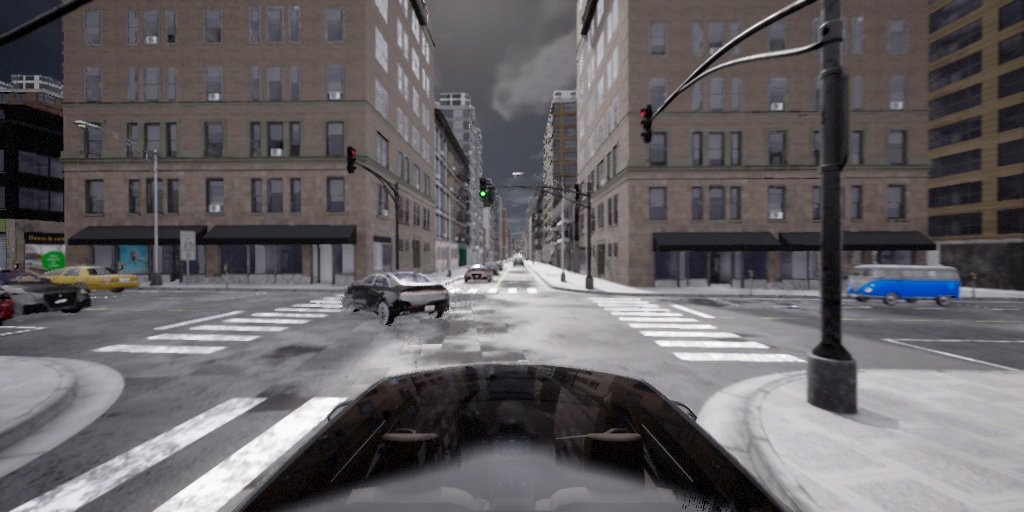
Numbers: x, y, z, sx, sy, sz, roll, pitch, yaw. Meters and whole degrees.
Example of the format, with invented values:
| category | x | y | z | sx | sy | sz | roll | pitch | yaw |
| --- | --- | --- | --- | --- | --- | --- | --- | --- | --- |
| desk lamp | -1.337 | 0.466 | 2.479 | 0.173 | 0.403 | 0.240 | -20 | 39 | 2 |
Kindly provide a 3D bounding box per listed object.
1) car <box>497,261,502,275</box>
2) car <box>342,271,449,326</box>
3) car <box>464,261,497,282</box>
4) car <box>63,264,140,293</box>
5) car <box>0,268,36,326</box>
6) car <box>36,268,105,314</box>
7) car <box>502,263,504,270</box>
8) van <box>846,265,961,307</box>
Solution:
| category | x | y | z | sx | sy | sz | roll | pitch | yaw |
| --- | --- | --- | --- | --- | --- | --- | --- | --- | --- |
| car | -2.386 | 1.274 | 38.485 | 1.837 | 1.490 | 4.892 | 0 | 0 | 1 |
| car | -3.973 | 1.250 | 11.905 | 2.128 | 1.511 | 4.902 | 2 | -1 | -43 |
| car | -2.573 | 1.330 | 28.534 | 1.994 | 1.385 | 4.181 | 0 | 0 | 1 |
| car | -20.364 | 1.049 | 16.730 | 4.829 | 1.417 | 1.751 | 0 | 0 | 1 |
| car | -14.812 | 0.945 | 8.146 | 5.009 | 1.841 | 2.192 | 0 | 0 | 1 |
| car | -15.688 | 1.169 | 10.906 | 4.181 | 1.385 | 1.994 | 1 | 0 | 0 |
| car | -2.166 | 1.373 | 48.601 | 1.895 | 1.301 | 4.718 | 0 | 0 | 1 |
| van | 17.681 | 1.303 | 16.330 | 3.998 | 1.789 | 1.690 | 0 | 0 | 1 |
